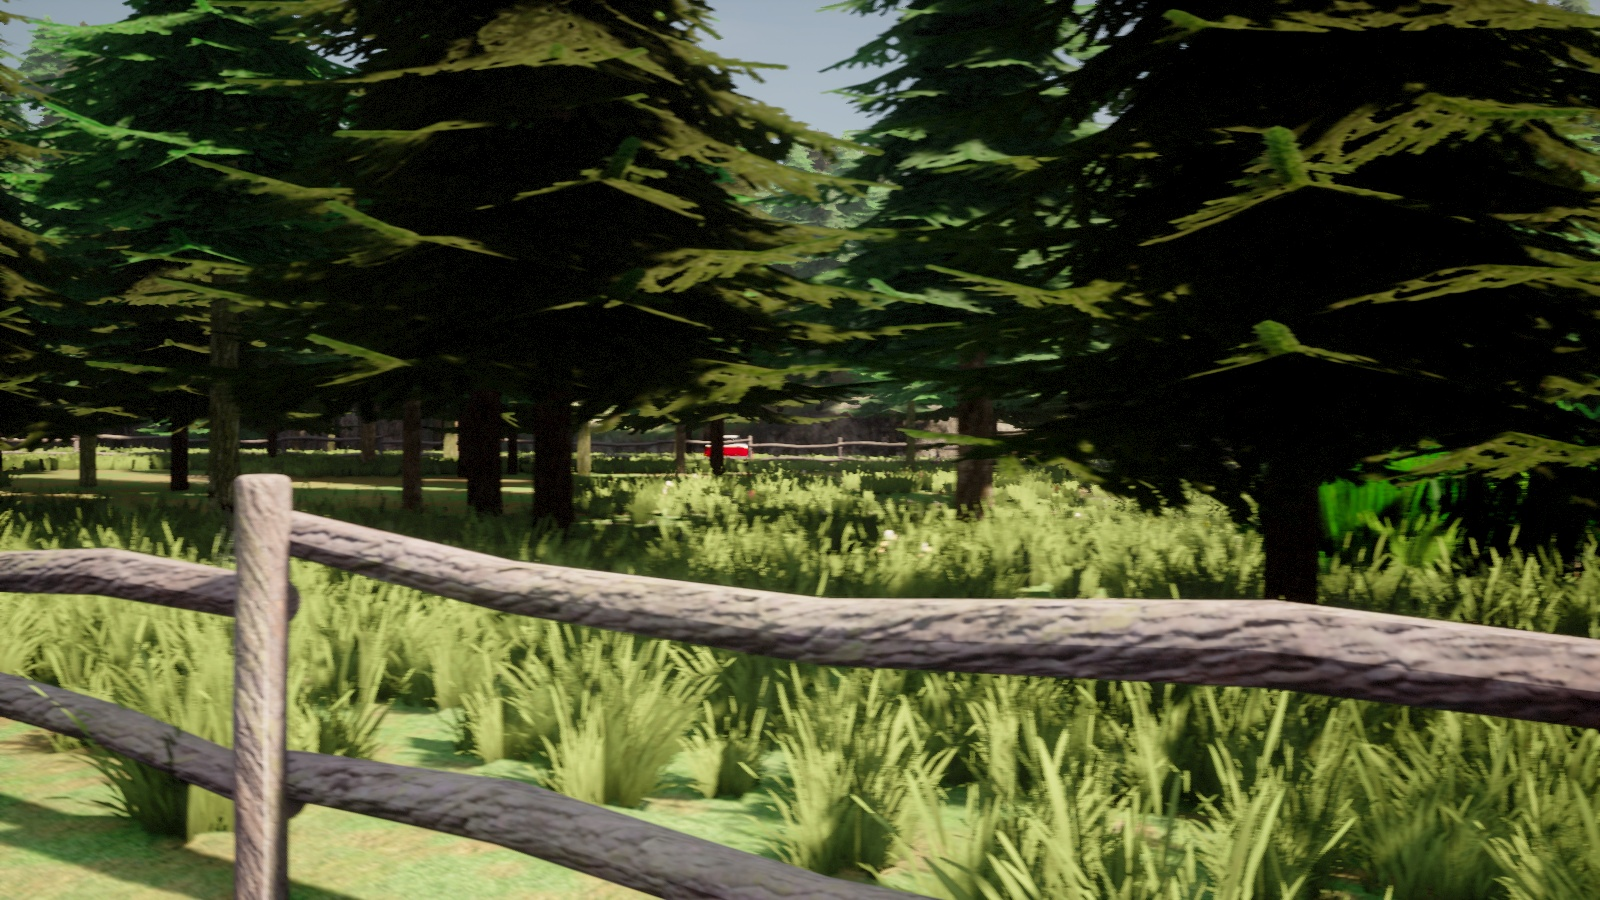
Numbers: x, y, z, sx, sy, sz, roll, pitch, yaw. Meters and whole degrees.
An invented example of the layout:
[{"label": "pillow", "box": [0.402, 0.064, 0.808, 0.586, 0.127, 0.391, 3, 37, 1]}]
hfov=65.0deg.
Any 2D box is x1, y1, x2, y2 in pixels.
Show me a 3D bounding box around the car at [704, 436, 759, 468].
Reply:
[{"label": "car", "box": [-3.022, 0.083, 55.597, 2.207, 1.376, 1.481, -1, 1, 6]}]
